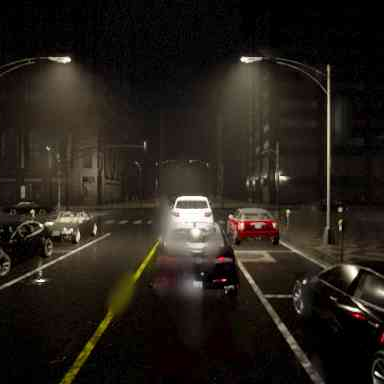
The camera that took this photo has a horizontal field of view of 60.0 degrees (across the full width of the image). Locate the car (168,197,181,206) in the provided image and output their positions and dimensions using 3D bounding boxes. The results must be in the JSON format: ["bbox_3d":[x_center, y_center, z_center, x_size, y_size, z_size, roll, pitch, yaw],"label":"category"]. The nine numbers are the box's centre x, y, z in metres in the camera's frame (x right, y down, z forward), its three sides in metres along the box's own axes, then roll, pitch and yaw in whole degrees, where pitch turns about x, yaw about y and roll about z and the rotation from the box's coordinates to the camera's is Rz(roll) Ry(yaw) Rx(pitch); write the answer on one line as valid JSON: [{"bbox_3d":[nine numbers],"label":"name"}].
[{"bbox_3d":[-3.069,1.648,60.847,2.128,1.511,4.902,0,0,0],"label":"car"}]

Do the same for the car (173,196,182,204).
[{"bbox_3d":[-3.044,1.691,71.124,1.837,1.490,4.892,0,0,0],"label":"car"}]

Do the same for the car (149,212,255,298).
[{"bbox_3d":[0.064,1.510,8.576,2.128,1.511,4.902,0,0,0],"label":"car"}]

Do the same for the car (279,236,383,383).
[{"bbox_3d":[2.763,1.575,4.508,1.947,1.339,4.313,0,0,0],"label":"car"}]

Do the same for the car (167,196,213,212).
[{"bbox_3d":[0.009,1.264,18.777,2.150,2.045,5.566,0,0,0],"label":"car"}]

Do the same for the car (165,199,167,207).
[{"bbox_3d":[-3.042,1.482,52.072,2.097,1.767,4.553,0,0,-1],"label":"car"}]

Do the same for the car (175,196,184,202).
[{"bbox_3d":[-3.093,1.787,82.714,1.994,1.385,4.181,0,0,0],"label":"car"}]

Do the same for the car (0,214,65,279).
[{"bbox_3d":[-5.763,1.588,10.141,1.947,1.339,4.313,0,0,0],"label":"car"}]

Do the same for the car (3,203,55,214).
[{"bbox_3d":[-16.409,1.723,33.870,4.718,1.301,1.895,0,0,0],"label":"car"}]

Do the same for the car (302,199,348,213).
[{"bbox_3d":[14.887,1.542,37.391,4.892,1.490,1.837,0,0,0],"label":"car"}]

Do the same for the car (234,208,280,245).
[{"bbox_3d":[2.761,1.475,15.781,1.967,1.590,4.097,0,0,0],"label":"car"}]

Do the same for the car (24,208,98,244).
[{"bbox_3d":[-5.763,1.585,15.778,2.008,1.369,4.403,0,0,0],"label":"car"}]
